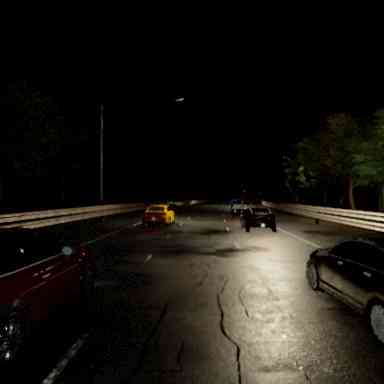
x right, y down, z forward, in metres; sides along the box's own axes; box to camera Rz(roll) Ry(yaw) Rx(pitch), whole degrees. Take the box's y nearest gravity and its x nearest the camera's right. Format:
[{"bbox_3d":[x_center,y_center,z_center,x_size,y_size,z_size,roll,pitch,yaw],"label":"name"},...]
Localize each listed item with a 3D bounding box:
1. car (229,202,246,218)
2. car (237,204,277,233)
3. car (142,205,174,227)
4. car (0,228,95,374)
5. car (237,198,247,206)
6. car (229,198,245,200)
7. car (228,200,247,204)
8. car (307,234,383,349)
[{"bbox_3d":[5.087,2.007,35.029,1.895,1.301,4.718,0,-1,5],"label":"car"},{"bbox_3d":[4.263,1.747,21.737,1.837,1.490,4.892,0,-2,3],"label":"car"},{"bbox_3d":[-2.513,1.766,25.677,1.882,1.535,5.008,0,-1,4],"label":"car"},{"bbox_3d":[-3.305,1.404,5.864,2.097,1.767,4.553,0,-1,1],"label":"car"},{"bbox_3d":[13.328,2.661,88.443,2.150,2.045,5.566,0,-1,11],"label":"car"},{"bbox_3d":[7.573,2.281,56.388,1.882,1.535,5.008,0,-1,8],"label":"car"},{"bbox_3d":[6.186,2.128,45.712,2.033,1.411,5.357,0,-1,7],"label":"car"},{"bbox_3d":[3.695,1.565,6.267,1.837,1.490,4.892,0,-1,1],"label":"car"}]
